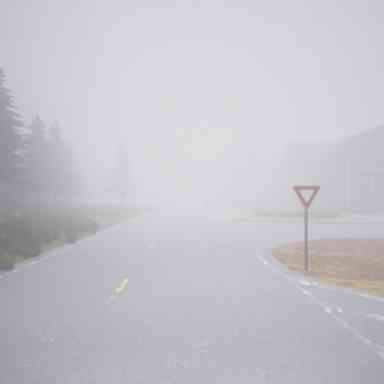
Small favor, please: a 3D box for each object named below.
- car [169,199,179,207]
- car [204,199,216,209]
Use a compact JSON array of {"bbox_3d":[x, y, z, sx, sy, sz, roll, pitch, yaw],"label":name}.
[{"bbox_3d":[-3.531,2.148,66.099,1.812,1.442,4.674,0,0,0],"label":"car"},{"bbox_3d":[2.959,1.977,55.661,1.816,1.474,4.193,-6,0,-2],"label":"car"}]
